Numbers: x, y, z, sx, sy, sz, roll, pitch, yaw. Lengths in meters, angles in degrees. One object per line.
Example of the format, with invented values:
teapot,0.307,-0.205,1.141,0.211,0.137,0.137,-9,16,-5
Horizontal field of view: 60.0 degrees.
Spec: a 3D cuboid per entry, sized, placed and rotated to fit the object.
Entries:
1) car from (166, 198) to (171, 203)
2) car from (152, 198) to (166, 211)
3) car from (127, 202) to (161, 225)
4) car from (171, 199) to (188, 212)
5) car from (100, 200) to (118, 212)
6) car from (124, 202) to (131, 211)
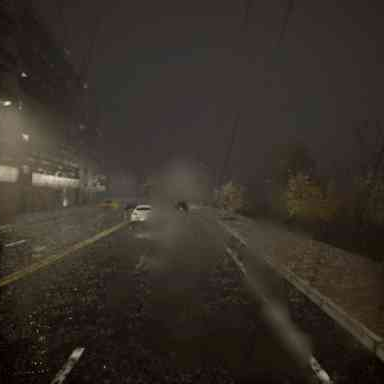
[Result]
car,-6.016,2.158,82.752,1.837,1.490,4.892,0,0,-9
car,-4.888,1.918,46.303,1.812,1.442,4.674,0,0,-5
car,-3.659,1.753,26.084,1.812,1.442,4.674,0,0,-2
car,-1.547,1.880,45.302,1.837,1.490,4.892,0,0,-5
car,-11.602,1.890,46.512,1.882,1.535,5.008,0,0,-4
car,-8.371,2.008,46.961,1.895,1.301,4.718,0,0,-4
